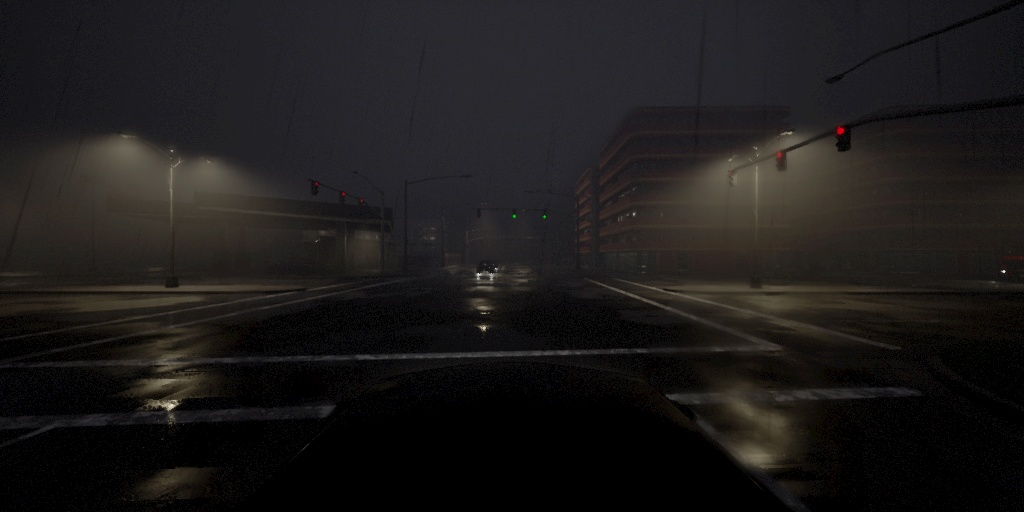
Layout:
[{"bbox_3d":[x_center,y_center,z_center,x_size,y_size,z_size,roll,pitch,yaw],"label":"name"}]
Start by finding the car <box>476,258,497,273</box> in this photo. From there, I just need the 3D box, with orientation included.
[{"bbox_3d":[-3.181,1.263,43.213,1.837,1.490,4.892,0,0,0],"label":"car"}]

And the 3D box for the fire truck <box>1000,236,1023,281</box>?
[{"bbox_3d":[43.327,0.089,27.460,8.468,3.827,2.891,0,0,0],"label":"fire truck"}]

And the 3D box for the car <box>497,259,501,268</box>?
[{"bbox_3d":[-3.310,1.269,61.143,1.837,1.490,4.892,0,0,0],"label":"car"}]
